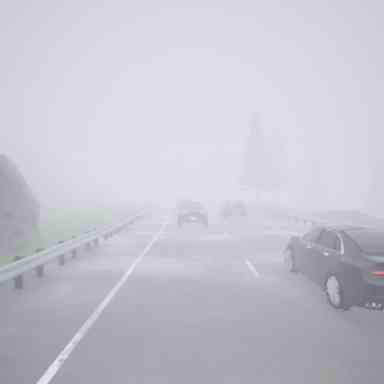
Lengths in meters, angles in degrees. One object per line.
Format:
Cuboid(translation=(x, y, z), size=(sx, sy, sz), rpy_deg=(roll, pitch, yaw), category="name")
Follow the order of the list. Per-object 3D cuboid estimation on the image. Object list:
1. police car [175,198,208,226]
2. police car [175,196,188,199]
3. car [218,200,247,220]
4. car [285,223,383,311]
Cuboid(translation=(-0.013, 1.453, 23.073), size=(2.038, 1.542, 4.974), rpy_deg=(0, 0, -1), category="police car")
Cuboid(translation=(-1.087, 1.333, 41.485), size=(1.930, 1.638, 5.238), rpy_deg=(0, 0, -5), category="police car")
Cuboid(translation=(3.335, 1.430, 27.772), size=(2.128, 1.511, 4.902), rpy_deg=(0, 0, -2), category="car")
Cuboid(translation=(3.599, 1.488, 7.717), size=(1.837, 1.490, 4.892), rpy_deg=(0, 0, 0), category="car")
